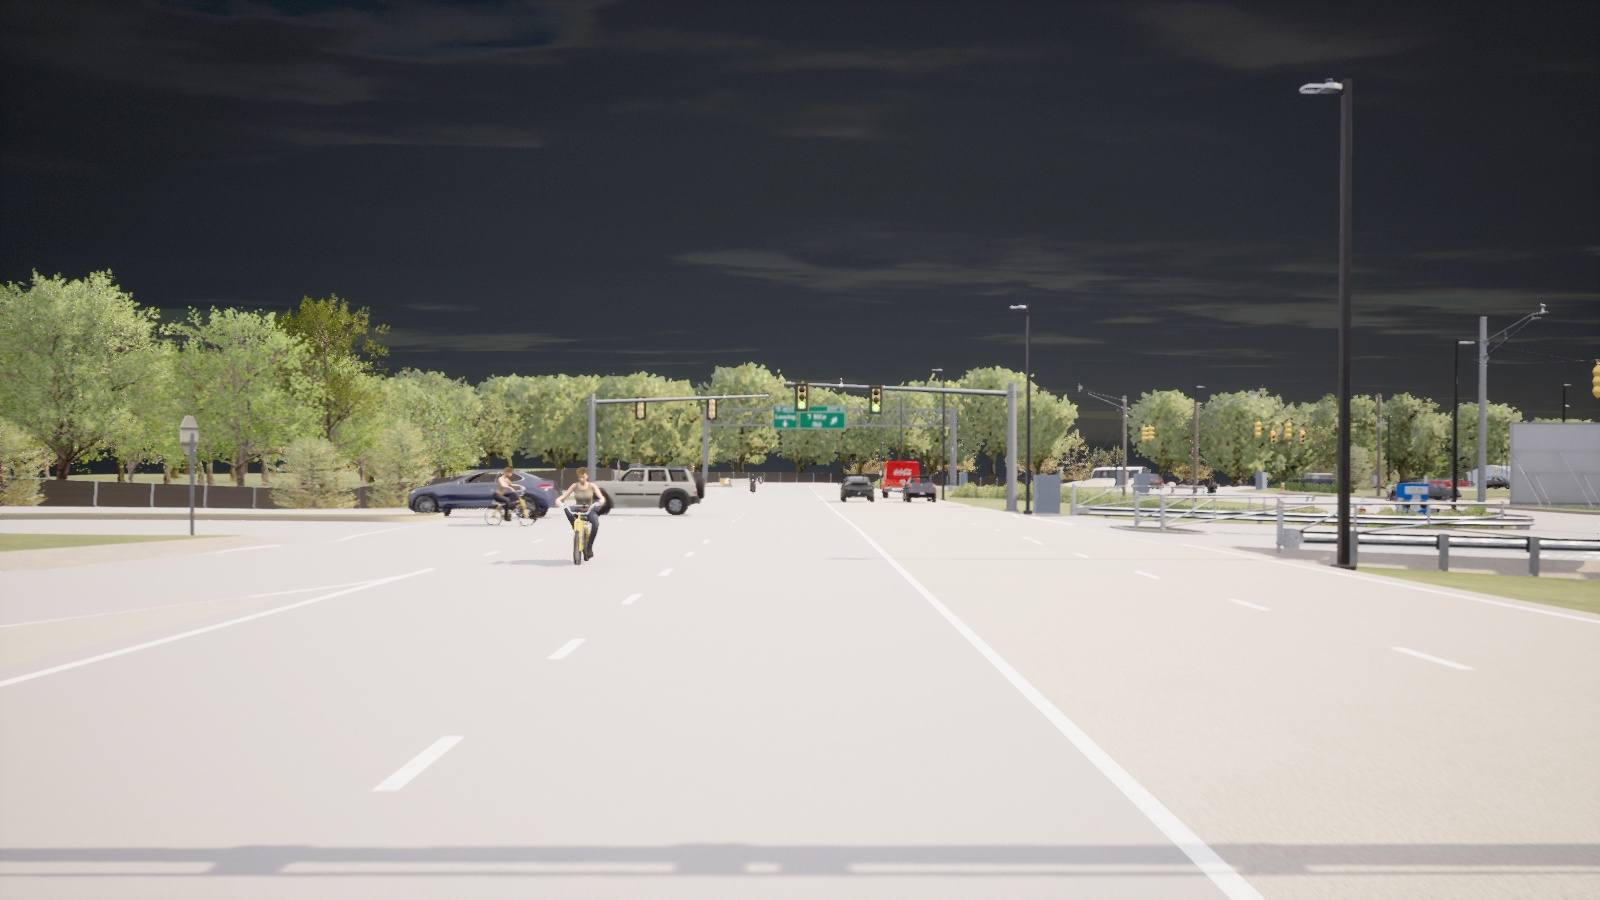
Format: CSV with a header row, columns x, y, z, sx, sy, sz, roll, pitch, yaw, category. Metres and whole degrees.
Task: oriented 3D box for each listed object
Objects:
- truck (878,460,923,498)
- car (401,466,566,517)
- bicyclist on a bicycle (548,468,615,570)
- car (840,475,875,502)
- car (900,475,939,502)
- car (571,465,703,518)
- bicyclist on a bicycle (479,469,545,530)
x,y,z,sx,sy,sz,roll,pitch,yaw,category
6.793,1.961,85.546,2.627,2.467,5.204,0,-1,0,truck
-10.566,1.385,42.210,5.027,1.651,2.152,0,-1,-1,car
-3.608,1.116,20.836,0.866,1.612,1.509,0,-1,-1,bicyclist on a bicycle
3.325,2.230,73.237,1.837,1.490,4.892,0,-1,0,car
6.827,2.203,72.074,1.845,1.501,3.633,0,-1,0,car
-5.881,1.500,45.769,4.605,1.855,1.932,0,-2,-1,car
-7.794,1.334,34.045,1.509,1.612,0.866,0,0,11,bicyclist on a bicycle
